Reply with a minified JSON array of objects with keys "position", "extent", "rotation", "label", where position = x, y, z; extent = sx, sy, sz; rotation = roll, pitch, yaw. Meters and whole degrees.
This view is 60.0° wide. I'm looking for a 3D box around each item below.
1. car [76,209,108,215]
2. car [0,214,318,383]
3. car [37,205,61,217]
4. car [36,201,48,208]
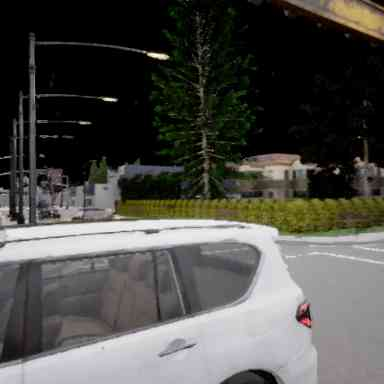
[{"position":[-6.022,1.828,20.469],"extent":[2.097,1.767,4.553],"rotation":[0,-1,-30],"label":"car"},{"position":[-1.492,1.311,2.599],"extent":[5.566,2.045,2.150],"rotation":[0,-1,-30],"label":"car"},{"position":[-16.898,2.543,39.474],"extent":[1.994,1.385,4.181],"rotation":[0,-1,-29],"label":"car"},{"position":[-35.482,3.194,78.953],"extent":[2.150,2.045,5.566],"rotation":[0,-1,-30],"label":"car"}]
